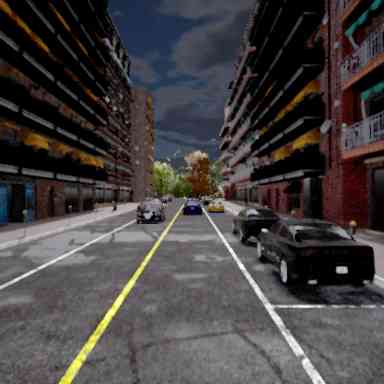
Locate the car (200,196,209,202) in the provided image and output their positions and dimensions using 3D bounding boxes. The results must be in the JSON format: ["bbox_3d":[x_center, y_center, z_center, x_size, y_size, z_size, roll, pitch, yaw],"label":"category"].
[{"bbox_3d":[2.845,1.598,76.272,2.008,1.369,4.403,1,0,0],"label":"car"}]

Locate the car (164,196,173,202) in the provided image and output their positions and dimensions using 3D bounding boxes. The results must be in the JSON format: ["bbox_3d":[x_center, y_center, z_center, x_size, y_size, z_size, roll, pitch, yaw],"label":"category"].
[{"bbox_3d":[-5.803,1.617,81.874,1.947,1.339,4.313,1,0,0],"label":"car"}]

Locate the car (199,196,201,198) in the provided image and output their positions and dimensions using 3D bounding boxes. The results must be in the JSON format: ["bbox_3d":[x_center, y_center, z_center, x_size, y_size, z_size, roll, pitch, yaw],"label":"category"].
[{"bbox_3d":[0.049,1.552,47.415,1.812,1.442,4.674,0,0,0],"label":"car"}]

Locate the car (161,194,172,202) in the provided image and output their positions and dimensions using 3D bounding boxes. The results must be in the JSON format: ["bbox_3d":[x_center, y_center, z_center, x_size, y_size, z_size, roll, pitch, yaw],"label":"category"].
[{"bbox_3d":[-5.800,1.362,76.305,2.192,1.841,5.009,1,0,0],"label":"car"}]

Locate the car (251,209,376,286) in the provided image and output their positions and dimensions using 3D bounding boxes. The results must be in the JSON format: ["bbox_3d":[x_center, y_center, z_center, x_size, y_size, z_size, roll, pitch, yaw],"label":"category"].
[{"bbox_3d":[3.141,1.482,9.445,1.882,1.535,5.008,0,0,0],"label":"car"}]

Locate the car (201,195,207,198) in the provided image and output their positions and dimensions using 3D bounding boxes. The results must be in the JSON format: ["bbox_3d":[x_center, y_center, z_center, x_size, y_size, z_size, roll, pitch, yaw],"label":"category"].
[{"bbox_3d":[2.777,1.597,54.641,1.947,1.339,4.313,1,0,0],"label":"car"}]

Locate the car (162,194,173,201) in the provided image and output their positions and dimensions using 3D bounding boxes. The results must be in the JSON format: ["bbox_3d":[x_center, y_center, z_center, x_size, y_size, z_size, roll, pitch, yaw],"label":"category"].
[{"bbox_3d":[-5.803,1.593,70.737,2.008,1.369,4.403,1,0,0],"label":"car"}]

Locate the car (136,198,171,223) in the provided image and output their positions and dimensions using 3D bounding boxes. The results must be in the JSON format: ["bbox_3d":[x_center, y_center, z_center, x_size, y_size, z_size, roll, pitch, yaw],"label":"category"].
[{"bbox_3d":[-3.096,1.505,25.775,2.128,1.511,4.902,0,0,0],"label":"car"}]

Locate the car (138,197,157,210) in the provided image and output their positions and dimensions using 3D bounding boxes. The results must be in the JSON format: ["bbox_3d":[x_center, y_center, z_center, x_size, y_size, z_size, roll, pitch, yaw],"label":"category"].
[{"bbox_3d":[-5.693,1.464,42.896,1.967,1.590,4.097,1,0,0],"label":"car"}]

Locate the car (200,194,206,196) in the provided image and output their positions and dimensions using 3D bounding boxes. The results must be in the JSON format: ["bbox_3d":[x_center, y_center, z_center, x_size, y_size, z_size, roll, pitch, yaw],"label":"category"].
[{"bbox_3d":[2.844,1.564,65.305,1.752,1.417,4.829,1,0,0],"label":"car"}]

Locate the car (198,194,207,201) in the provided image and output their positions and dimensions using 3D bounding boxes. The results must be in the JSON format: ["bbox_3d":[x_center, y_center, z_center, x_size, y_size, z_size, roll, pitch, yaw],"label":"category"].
[{"bbox_3d":[2.848,1.371,87.407,2.192,1.841,5.009,1,0,0],"label":"car"}]

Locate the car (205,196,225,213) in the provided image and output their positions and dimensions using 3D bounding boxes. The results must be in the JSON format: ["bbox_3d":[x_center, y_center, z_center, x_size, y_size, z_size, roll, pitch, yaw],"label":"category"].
[{"bbox_3d":[2.713,1.545,37.465,1.752,1.417,4.829,1,0,0],"label":"car"}]

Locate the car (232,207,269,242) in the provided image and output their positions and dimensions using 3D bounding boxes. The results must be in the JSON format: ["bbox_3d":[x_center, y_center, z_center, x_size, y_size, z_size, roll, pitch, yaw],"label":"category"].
[{"bbox_3d":[3.141,1.486,16.446,1.882,1.535,5.008,0,0,0],"label":"car"}]

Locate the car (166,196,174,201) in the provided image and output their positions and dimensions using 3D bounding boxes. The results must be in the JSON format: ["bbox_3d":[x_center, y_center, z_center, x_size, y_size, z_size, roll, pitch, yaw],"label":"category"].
[{"bbox_3d":[-5.802,1.638,87.442,1.802,1.307,4.206,1,0,0],"label":"car"}]

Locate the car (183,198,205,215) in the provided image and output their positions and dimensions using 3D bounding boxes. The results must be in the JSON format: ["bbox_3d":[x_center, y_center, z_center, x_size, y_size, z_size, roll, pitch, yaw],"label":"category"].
[{"bbox_3d":[0.072,1.582,34.859,1.994,1.385,4.181,0,0,1],"label":"car"}]
